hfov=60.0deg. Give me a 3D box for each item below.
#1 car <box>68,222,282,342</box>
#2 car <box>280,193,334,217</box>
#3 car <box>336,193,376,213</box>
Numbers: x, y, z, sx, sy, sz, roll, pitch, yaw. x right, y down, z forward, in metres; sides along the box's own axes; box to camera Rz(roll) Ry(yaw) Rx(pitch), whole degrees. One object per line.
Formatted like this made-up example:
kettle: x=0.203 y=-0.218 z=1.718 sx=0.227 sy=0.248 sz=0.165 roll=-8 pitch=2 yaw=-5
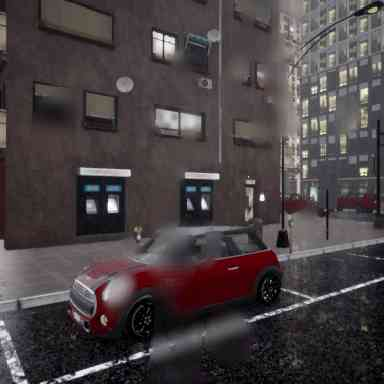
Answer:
car: x=-0.197 y=1.440 z=6.415 sx=4.097 sy=1.590 sz=1.967 roll=0 pitch=0 yaw=-35
car: x=8.680 y=1.010 z=27.326 sx=2.192 sy=1.841 sz=5.009 roll=2 pitch=0 yaw=-36
car: x=15.424 y=1.030 z=32.300 sx=2.192 sy=1.841 sz=5.009 roll=1 pitch=0 yaw=-36
